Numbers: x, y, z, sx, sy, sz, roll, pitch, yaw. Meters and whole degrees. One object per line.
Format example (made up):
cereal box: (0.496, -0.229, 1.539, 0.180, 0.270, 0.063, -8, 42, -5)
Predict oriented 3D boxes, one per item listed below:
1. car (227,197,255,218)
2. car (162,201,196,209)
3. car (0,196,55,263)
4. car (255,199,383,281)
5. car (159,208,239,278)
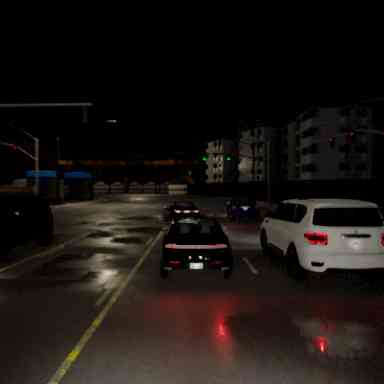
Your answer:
car: (3.797, 1.161, 25.255, 2.097, 1.767, 4.553, 0, 1, 2)
car: (-0.813, 1.348, 22.210, 2.128, 1.511, 4.902, 0, 1, -14)
car: (-7.007, 1.182, 12.143, 2.150, 2.045, 5.566, 0, 0, 0)
car: (3.595, 1.198, 9.973, 2.150, 2.045, 5.566, 0, 0, 0)
car: (0.100, 1.465, 10.010, 2.128, 1.511, 4.902, 0, 0, 0)
